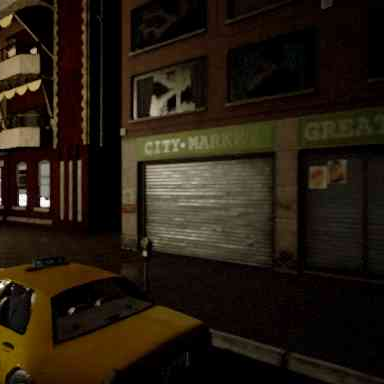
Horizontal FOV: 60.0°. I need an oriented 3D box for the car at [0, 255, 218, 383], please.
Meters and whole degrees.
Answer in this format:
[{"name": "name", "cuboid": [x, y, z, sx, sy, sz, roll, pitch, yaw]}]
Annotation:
[{"name": "car", "cuboid": [-2.012, 1.501, 4.310, 4.829, 1.417, 1.752, 0, 0, 35]}]
